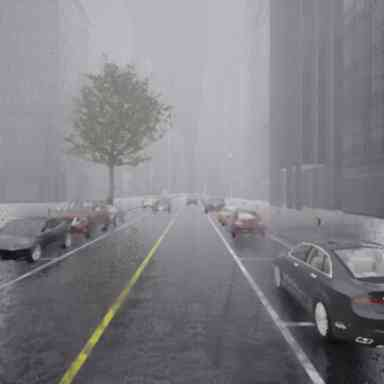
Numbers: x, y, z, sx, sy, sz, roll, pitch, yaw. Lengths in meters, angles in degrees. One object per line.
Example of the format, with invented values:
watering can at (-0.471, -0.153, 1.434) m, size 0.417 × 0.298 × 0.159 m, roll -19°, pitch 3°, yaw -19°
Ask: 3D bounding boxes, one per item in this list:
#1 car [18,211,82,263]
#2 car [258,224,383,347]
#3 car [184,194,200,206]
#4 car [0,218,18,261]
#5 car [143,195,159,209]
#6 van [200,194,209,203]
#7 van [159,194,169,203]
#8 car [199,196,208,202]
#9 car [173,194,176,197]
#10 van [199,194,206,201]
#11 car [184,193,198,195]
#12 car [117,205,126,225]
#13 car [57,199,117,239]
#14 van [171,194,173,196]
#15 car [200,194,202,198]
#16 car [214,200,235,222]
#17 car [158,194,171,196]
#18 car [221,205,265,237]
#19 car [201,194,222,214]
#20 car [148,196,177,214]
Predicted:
car at (-5.761, 1.572, 11.960) m, size 1.947 × 1.339 × 4.313 m, roll 0°, pitch 0°, yaw 0°
car at (2.763, 1.554, 6.288) m, size 2.008 × 1.369 × 4.403 m, roll 0°, pitch 0°, yaw 0°
car at (0.010, 1.547, 55.289) m, size 1.837 × 1.490 × 4.892 m, roll 0°, pitch 0°, yaw 0°
car at (-5.762, 1.318, 6.283) m, size 2.192 × 1.841 × 5.009 m, roll 0°, pitch 0°, yaw 0°
car at (-5.758, 1.557, 45.854) m, size 1.752 × 1.417 × 4.829 m, roll 0°, pitch 0°, yaw 0°
van at (2.769, 1.405, 74.420) m, size 1.690 × 1.788 × 3.998 m, roll 0°, pitch 0°, yaw 0°
van at (-5.756, 1.398, 68.734) m, size 1.690 × 1.788 × 3.998 m, roll 0°, pitch 0°, yaw 0°
car at (2.770, 1.616, 80.097) m, size 1.887 × 1.381 × 4.507 m, roll 0°, pitch 0°, yaw 0°
car at (-5.754, 1.660, 85.766) m, size 1.802 × 1.307 × 4.206 m, roll 0°, pitch 0°, yaw 0°
van at (2.770, 1.420, 85.775) m, size 1.690 × 1.788 × 3.998 m, roll 0°, pitch 0°, yaw 0°
car at (0.008, 1.294, 70.034) m, size 2.097 × 1.767 × 4.553 m, roll 0°, pitch 0°, yaw 0°
car at (-5.760, 1.563, 23.314) m, size 2.008 × 1.369 × 4.403 m, roll 0°, pitch 0°, yaw 0°
car at (-5.761, 1.324, 17.637) m, size 2.192 × 1.841 × 5.009 m, roll 0°, pitch 0°, yaw 0°
van at (-5.756, 1.405, 74.411) m, size 1.690 × 1.788 × 3.998 m, roll 0°, pitch 0°, yaw 0°
car at (2.768, 1.484, 57.386) m, size 1.967 × 1.590 × 4.097 m, roll 0°, pitch 0°, yaw 0°
car at (2.765, 1.538, 23.491) m, size 1.752 × 1.417 × 4.829 m, roll 0°, pitch 0°, yaw 0°
car at (-5.757, 1.365, 63.056) m, size 2.192 × 1.841 × 5.009 m, roll 0°, pitch 0°, yaw 0°
car at (2.764, 1.591, 17.643) m, size 1.802 × 1.307 × 4.206 m, roll 0°, pitch 0°, yaw 0°
car at (2.391, 1.375, 35.702) m, size 2.097 × 1.767 × 4.553 m, roll 0°, pitch 0°, yaw 0°
car at (-3.090, 1.513, 35.573) m, size 2.128 × 1.511 × 4.902 m, roll 0°, pitch 0°, yaw 0°
